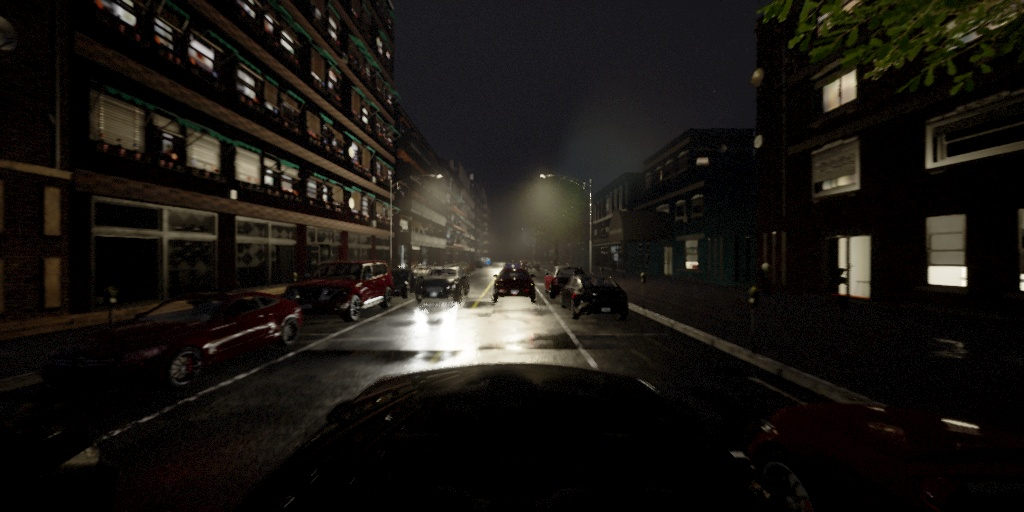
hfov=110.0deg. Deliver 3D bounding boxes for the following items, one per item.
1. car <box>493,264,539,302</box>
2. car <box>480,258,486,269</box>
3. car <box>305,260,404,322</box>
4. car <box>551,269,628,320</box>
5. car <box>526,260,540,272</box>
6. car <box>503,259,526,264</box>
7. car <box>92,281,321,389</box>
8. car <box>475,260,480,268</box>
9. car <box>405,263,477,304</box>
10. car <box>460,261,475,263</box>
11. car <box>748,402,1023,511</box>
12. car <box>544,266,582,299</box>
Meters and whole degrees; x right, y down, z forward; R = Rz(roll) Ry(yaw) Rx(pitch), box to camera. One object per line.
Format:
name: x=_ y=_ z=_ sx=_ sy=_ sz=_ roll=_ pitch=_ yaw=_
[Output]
car: x=0.101 y=1.287 z=16.863 sx=1.812 sy=1.442 sz=4.674 roll=0 pitch=0 yaw=0
car: x=-5.687 y=1.392 z=58.038 sx=1.948 sy=1.339 sz=4.313 roll=0 pitch=0 yaw=0
car: x=-5.690 y=1.072 z=12.465 sx=2.192 sy=1.841 sz=5.009 roll=0 pitch=0 yaw=0
car: x=2.691 y=1.308 z=12.463 sx=2.007 sy=1.370 sz=4.403 roll=0 pitch=0 yaw=0
car: x=2.693 y=1.355 z=46.643 sx=2.007 sy=1.370 sz=4.403 roll=0 pitch=0 yaw=0
car: x=0.103 y=1.145 z=39.456 sx=2.097 sy=1.767 sz=4.553 roll=0 pitch=0 yaw=0
car: x=-5.690 y=1.335 z=6.768 sx=1.802 sy=1.307 sz=4.207 roll=0 pitch=0 yaw=0
car: x=-5.688 y=1.349 z=46.646 sx=1.888 sy=1.381 sz=4.507 roll=0 pitch=0 yaw=0
car: x=-3.082 y=1.253 z=16.671 sx=2.128 sy=1.511 sz=4.902 roll=0 pitch=0 yaw=0
car: x=-5.689 y=1.320 z=40.779 sx=1.751 sy=1.417 sz=4.829 roll=0 pitch=0 yaw=0
car: x=2.690 y=1.332 z=1.070 sx=1.802 sy=1.307 sz=4.207 roll=0 pitch=0 yaw=0
car: x=2.692 y=1.203 z=18.159 sx=1.967 sy=1.591 sz=4.097 roll=0 pitch=0 yaw=0
